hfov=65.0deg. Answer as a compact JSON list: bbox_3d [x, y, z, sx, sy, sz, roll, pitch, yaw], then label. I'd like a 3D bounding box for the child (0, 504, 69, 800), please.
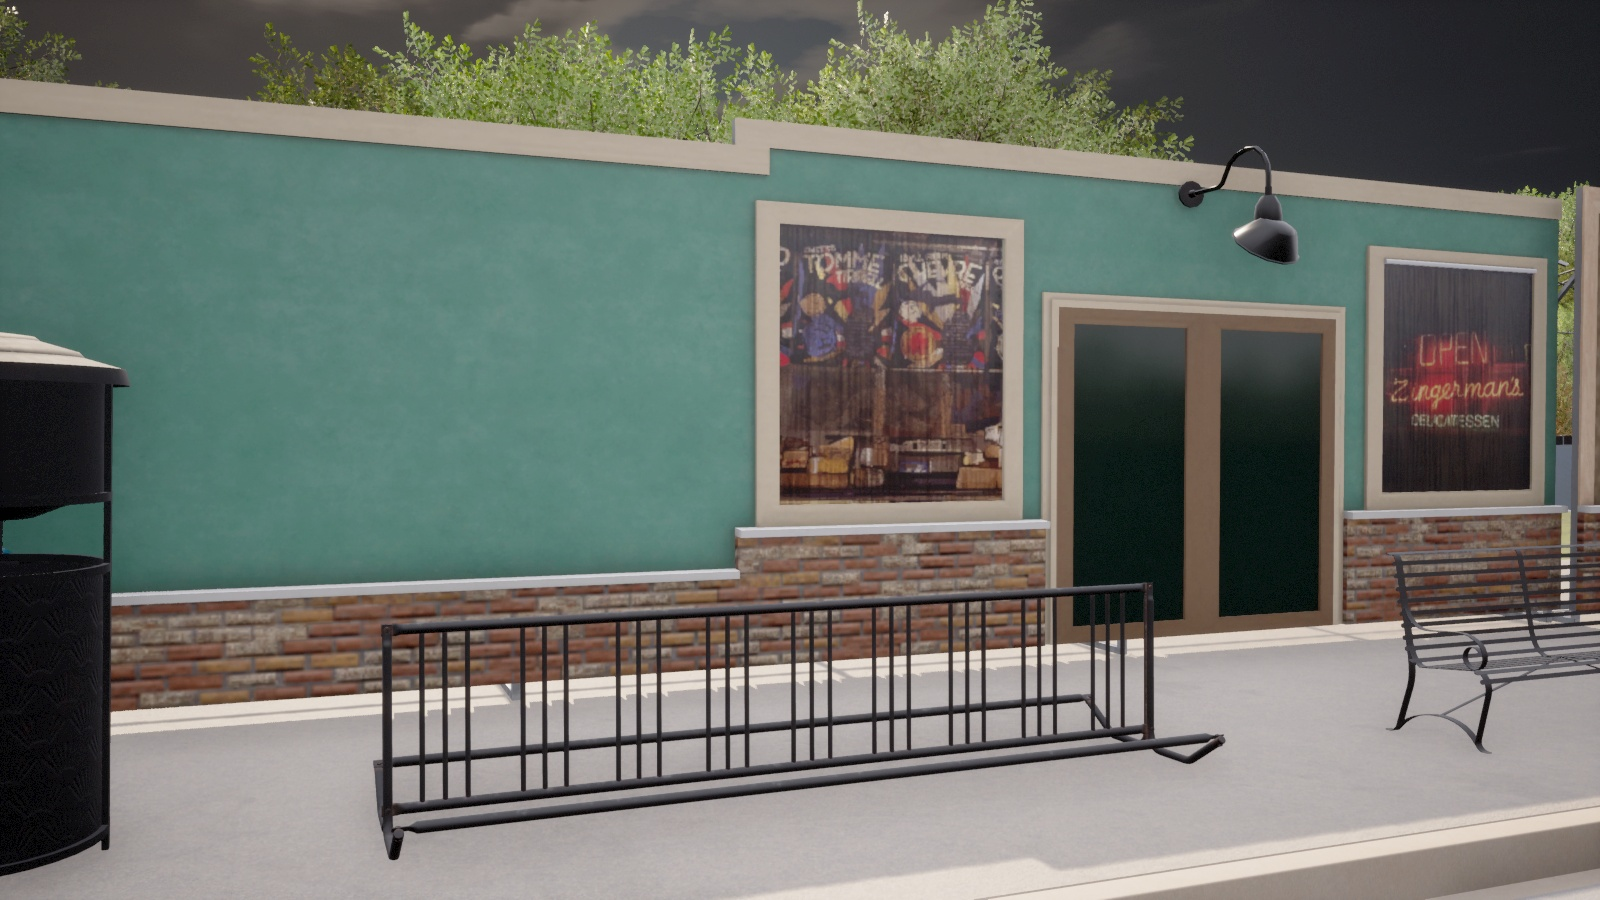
[{"bbox_3d":[-3.380,0.838,5.290,0.448,1.192,0.343,-1,1,-20],"label":"child"}]
